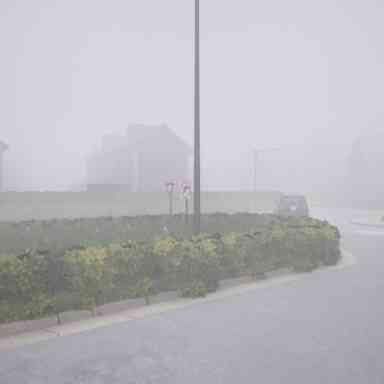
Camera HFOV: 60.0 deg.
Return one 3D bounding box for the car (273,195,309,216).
[{"bbox_3d":[7.343,1.219,24.677,2.150,2.045,5.566,0,0,13],"label":"car"}]
